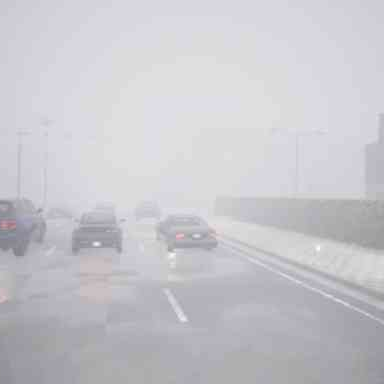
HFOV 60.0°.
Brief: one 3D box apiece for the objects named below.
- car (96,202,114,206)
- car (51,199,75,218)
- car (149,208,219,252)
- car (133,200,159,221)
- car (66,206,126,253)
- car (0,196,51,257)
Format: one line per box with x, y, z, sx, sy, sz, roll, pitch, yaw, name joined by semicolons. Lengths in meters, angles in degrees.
-7.475;1.603;28.594;2.128;1.511;4.902;1;0;-14;car
-10.890;1.584;27.823;1.812;1.442;4.674;1;0;-14;car
-0.419;1.650;14.502;2.033;1.411;5.357;1;0;-14;car
-4.021;1.512;29.243;2.097;1.767;4.553;1;-1;-14;car
-3.890;1.559;13.983;1.837;1.490;4.892;1;0;-13;car
-7.220;1.214;12.867;2.150;2.045;5.566;1;0;-14;car
